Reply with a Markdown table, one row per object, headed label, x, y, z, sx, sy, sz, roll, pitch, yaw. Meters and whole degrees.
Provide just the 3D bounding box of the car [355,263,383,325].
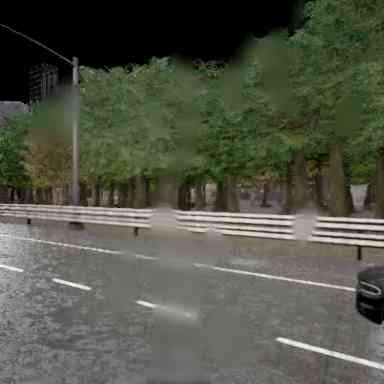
| label | x | y | z | sx | sy | sz | roll | pitch | yaw |
| --- | --- | --- | --- | --- | --- | --- | --- | --- | --- |
| car | 5.015 | 1.478 | 4.590 | 5.008 | 1.535 | 1.882 | 0 | 0 | 35 |
